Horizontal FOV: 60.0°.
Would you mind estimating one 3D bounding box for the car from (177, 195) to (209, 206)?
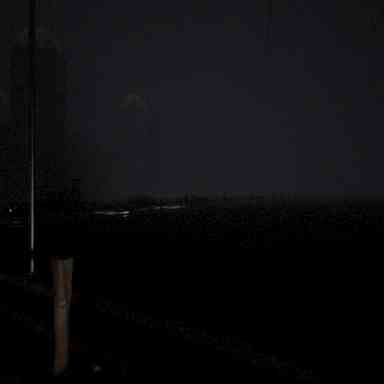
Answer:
[{"bbox_3d":[0.166,1.050,43.184,1.895,1.301,4.718,1,1,35],"label":"car"}]

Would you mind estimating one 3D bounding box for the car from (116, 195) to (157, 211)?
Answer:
[{"bbox_3d":[-5.764,1.071,34.785,1.882,1.535,5.008,1,1,35],"label":"car"}]

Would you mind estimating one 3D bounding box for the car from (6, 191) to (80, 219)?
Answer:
[{"bbox_3d":[-11.617,0.960,26.470,2.150,2.045,5.566,1,1,35],"label":"car"}]
